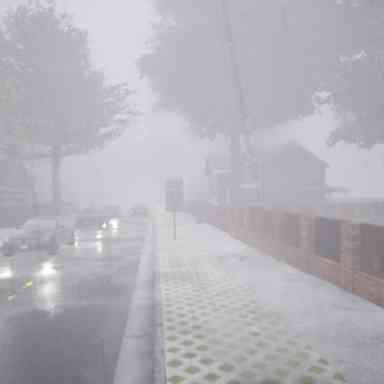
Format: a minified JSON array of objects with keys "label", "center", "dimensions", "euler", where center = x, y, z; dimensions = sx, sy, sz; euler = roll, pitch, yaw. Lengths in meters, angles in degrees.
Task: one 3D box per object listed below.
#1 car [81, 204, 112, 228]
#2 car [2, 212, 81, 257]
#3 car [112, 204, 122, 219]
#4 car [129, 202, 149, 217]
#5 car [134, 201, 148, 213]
[{"label":"car","center":[-7.673,1.930,25.856],"dimensions":[1.882,1.535,5.008],"euler":[-1,-1,-7]},{"label":"car","center":[-6.379,1.792,14.385],"dimensions":[1.812,1.442,4.674],"euler":[-1,-1,-7]},{"label":"car","center":[-8.867,2.109,36.731],"dimensions":[2.128,1.511,4.902],"euler":[-1,-1,-6]},{"label":"car","center":[-6.200,2.211,38.562],"dimensions":[1.895,1.301,4.718],"euler":[-1,-1,-6]},{"label":"car","center":[-7.382,2.200,48.578],"dimensions":[1.882,1.535,5.008],"euler":[-1,0,-6]}]
